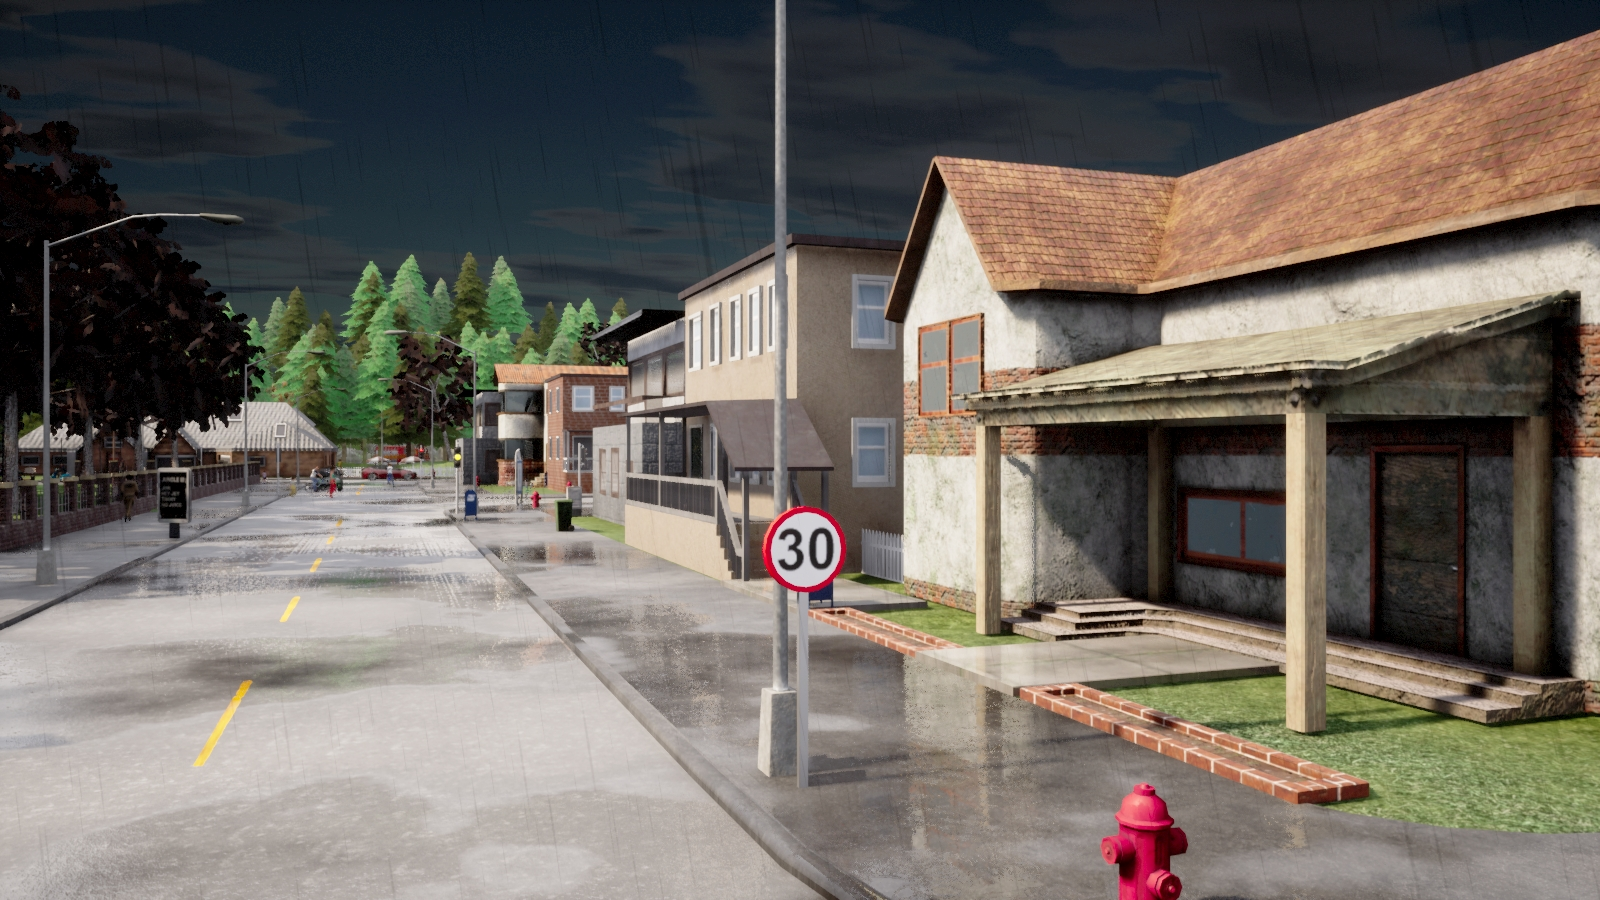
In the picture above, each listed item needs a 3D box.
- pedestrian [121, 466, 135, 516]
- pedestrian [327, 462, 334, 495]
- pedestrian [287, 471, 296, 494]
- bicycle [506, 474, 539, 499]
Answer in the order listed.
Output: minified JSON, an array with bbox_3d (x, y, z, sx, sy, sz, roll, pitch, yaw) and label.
[{"bbox_3d":[-24.950,1.525,42.437,0.375,1.860,0.375,0,0,-20],"label":"pedestrian"},{"bbox_3d":[-26.800,1.628,65.177,0.375,1.860,0.375,0,0,-23],"label":"pedestrian"},{"bbox_3d":[-29.802,1.908,66.992,0.375,1.300,0.375,0,0,2],"label":"pedestrian"},{"bbox_3d":[-14.728,1.936,60.677,1.643,1.296,0.373,0,-2,-9],"label":"bicycle"}]
